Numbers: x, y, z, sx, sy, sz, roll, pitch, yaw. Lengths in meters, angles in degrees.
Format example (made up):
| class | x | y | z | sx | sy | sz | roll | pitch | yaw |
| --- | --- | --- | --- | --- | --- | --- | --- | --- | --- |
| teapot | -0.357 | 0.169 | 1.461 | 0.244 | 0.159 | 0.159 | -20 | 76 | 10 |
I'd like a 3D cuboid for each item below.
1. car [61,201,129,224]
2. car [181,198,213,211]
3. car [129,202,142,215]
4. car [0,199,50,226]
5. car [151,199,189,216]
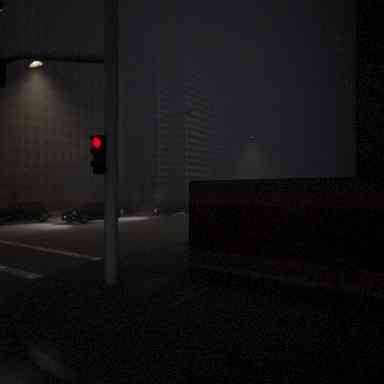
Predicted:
| class | x | y | z | sx | sy | sz | roll | pitch | yaw |
| --- | --- | --- | --- | --- | --- | --- | --- | --- | --- |
| car | -7.437 | 1.505 | 25.146 | 1.837 | 1.490 | 4.892 | 0 | 0 | 36 |
| car | 0.664 | 1.563 | 42.281 | 1.994 | 1.385 | 4.181 | 0 | 0 | 36 |
| car | -7.159 | 1.547 | 31.503 | 2.033 | 1.411 | 5.357 | 0 | 0 | 36 |
| car | -12.699 | 1.352 | 23.818 | 2.097 | 1.767 | 4.553 | 0 | 0 | 36 |
| car | -1.936 | 1.491 | 32.742 | 2.128 | 1.511 | 4.902 | 0 | 0 | 36 |
